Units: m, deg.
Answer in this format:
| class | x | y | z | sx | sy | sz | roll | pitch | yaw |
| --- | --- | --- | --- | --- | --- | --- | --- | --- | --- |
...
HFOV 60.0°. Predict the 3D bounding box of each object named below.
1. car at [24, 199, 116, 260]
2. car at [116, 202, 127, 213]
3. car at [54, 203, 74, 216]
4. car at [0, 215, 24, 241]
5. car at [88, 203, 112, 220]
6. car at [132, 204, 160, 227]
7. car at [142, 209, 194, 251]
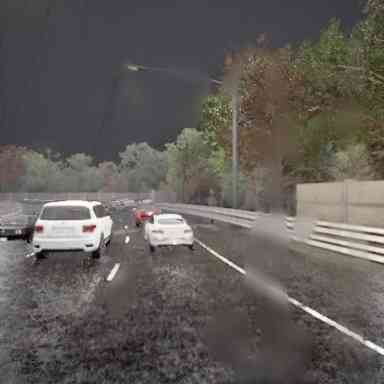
| class | x | y | z | sx | sy | sz | roll | pitch | yaw |
| --- | --- | --- | --- | --- | --- | --- | --- | --- | --- |
| car | -4.533 | 1.395 | 13.383 | 2.150 | 2.045 | 5.566 | 0 | -1 | -8 |
| car | -10.176 | 2.064 | 45.047 | 2.128 | 1.511 | 4.902 | 0 | -1 | -24 |
| car | -15.867 | 2.076 | 41.081 | 2.033 | 1.411 | 5.357 | 0 | -1 | -24 |
| car | -8.634 | 1.821 | 16.848 | 1.895 | 1.301 | 4.718 | 0 | -1 | -10 |
| car | -9.521 | 1.927 | 34.118 | 2.128 | 1.511 | 4.902 | 0 | -1 | -18 |
| car | -3.534 | 1.682 | 26.133 | 2.097 | 1.767 | 4.553 | 0 | -1 | -14 |
| car | -1.125 | 1.715 | 15.027 | 1.812 | 1.442 | 4.674 | 0 | -1 | -11 |
